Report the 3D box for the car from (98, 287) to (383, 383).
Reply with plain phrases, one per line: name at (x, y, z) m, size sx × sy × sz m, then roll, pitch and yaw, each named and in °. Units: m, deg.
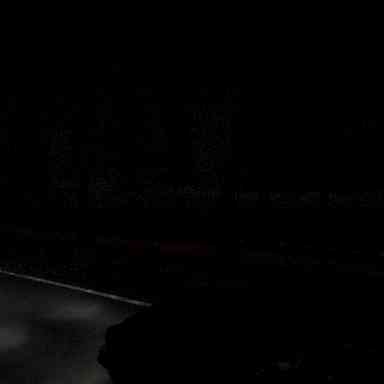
car at (1.368, 1.590, 2.863) m, size 4.718 × 1.301 × 1.895 m, roll 0°, pitch 0°, yaw 35°
